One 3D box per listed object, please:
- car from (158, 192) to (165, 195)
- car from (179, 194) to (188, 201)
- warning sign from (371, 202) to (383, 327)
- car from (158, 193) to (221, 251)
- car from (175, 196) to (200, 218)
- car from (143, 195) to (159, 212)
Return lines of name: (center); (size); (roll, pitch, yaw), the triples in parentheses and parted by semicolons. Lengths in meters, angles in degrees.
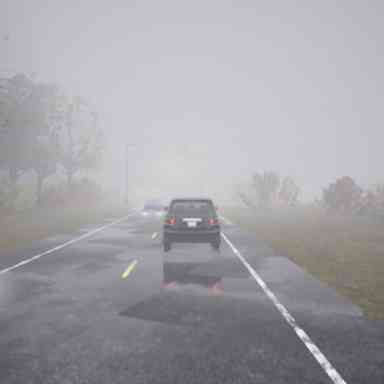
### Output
car: (-7.004, 0.767, 78.928); (2.097, 1.767, 4.553); (0, 0, -5)
car: (-1.922, 1.313, 74.944); (1.837, 1.490, 4.892); (0, 0, -5)
warning sign: (3.542, 1.108, 4.809); (1.300, 1.860, 1.060); (1, 1, 0)
car: (-0.056, 1.200, 14.240); (2.150, 2.045, 5.566); (0, 0, -1)
car: (-0.468, 1.299, 30.348); (2.097, 1.767, 4.553); (0, 0, -2)
car: (-4.450, 1.409, 38.054); (1.882, 1.535, 5.008); (0, 0, -2)
